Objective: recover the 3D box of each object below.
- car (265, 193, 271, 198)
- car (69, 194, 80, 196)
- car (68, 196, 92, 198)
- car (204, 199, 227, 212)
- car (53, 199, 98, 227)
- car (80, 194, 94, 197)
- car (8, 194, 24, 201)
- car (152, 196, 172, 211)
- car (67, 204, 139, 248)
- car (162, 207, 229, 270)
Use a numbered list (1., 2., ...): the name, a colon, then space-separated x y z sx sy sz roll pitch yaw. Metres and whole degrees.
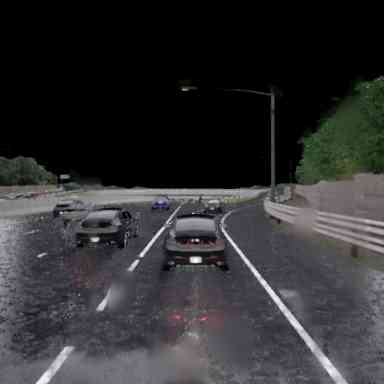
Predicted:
1. car: 20.524 1.232 88.149 1.895 1.301 4.718 -1 1 17
2. car: -28.028 1.383 80.013 2.150 2.045 5.566 0 -1 0
3. car: -10.410 1.401 28.946 1.837 1.490 4.892 0 0 0
4. car: 2.431 1.404 34.548 1.812 1.442 4.674 0 0 12
5. car: -6.908 1.413 21.891 2.128 1.511 4.902 0 0 0
6. car: -24.528 1.698 80.040 2.033 1.411 5.357 0 -1 0
7. car: -41.775 1.292 78.046 2.128 1.511 4.902 1 0 -16
8. car: -3.513 1.223 39.346 2.097 1.767 4.553 0 0 0
9. car: -3.505 1.453 14.422 1.837 1.490 4.892 0 0 0
10. car: 0.104 1.466 10.863 1.837 1.490 4.892 0 0 0
